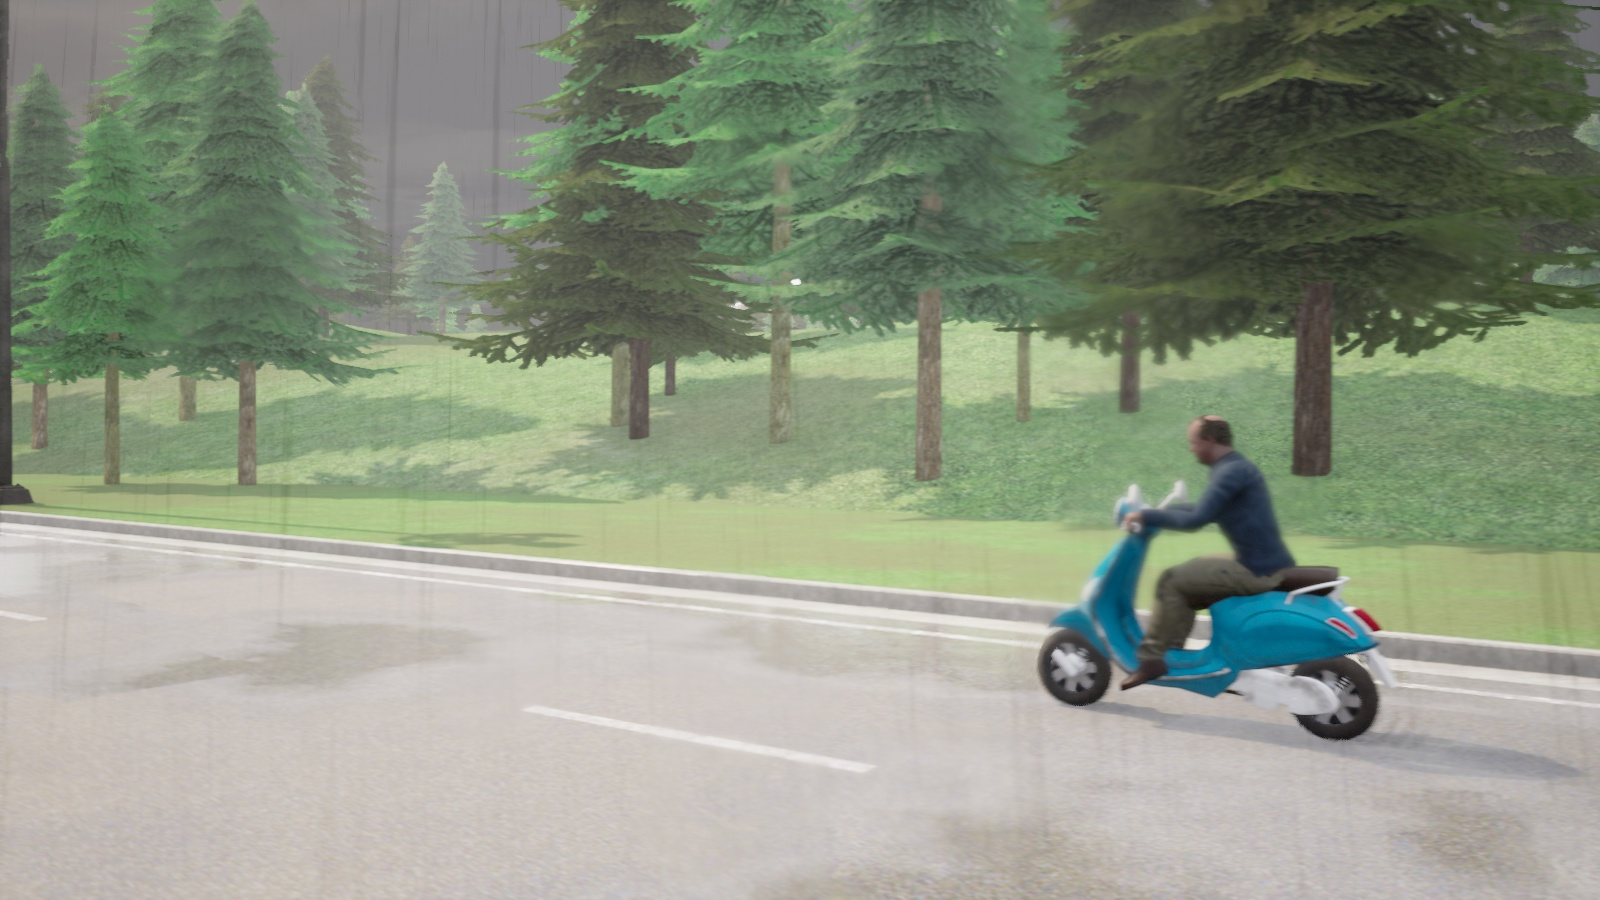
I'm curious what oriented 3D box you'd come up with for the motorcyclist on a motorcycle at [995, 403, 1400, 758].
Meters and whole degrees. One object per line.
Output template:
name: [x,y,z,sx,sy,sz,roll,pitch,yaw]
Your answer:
motorcyclist on a motorcycle: [2.028,0.578,6.477,1.817,1.590,0.866,0,1,34]
